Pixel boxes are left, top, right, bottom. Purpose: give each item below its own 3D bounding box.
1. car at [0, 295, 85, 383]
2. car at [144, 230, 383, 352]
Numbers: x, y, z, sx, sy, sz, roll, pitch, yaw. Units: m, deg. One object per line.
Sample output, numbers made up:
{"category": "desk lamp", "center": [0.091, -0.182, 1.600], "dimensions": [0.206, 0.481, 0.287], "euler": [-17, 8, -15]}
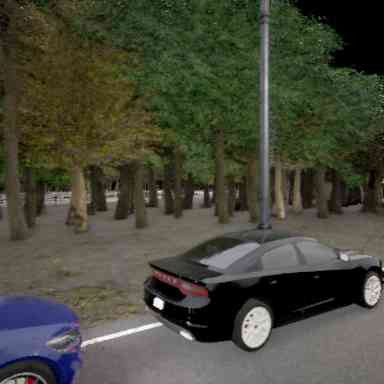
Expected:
{"category": "car", "center": [-3.336, 1.516, 2.805], "dimensions": [4.674, 1.442, 1.812], "euler": [0, 0, -36]}
{"category": "car", "center": [1.584, 1.453, 6.191], "dimensions": [5.008, 1.535, 1.882], "euler": [0, 0, -33]}
